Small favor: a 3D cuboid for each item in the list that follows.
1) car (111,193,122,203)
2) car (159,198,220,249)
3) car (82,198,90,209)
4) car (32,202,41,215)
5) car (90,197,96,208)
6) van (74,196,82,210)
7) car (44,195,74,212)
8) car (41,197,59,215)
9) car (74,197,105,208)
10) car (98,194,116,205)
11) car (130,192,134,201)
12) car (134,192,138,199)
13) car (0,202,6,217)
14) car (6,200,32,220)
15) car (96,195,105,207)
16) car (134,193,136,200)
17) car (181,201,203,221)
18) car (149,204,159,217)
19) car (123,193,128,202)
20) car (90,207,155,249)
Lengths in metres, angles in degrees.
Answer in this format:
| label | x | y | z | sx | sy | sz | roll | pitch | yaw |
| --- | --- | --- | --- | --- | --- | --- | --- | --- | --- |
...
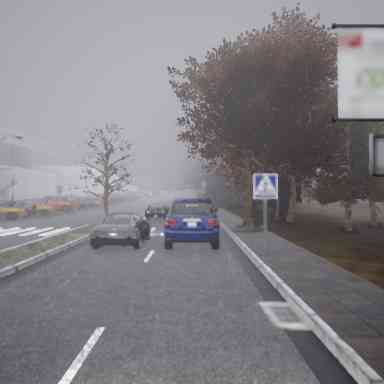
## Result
| label | x | y | z | sx | sy | sz | roll | pitch | yaw |
| --- | --- | --- | --- | --- | --- | --- | --- | --- | --- |
| car | -16.892 | 1.374 | 63.520 | 5.566 | 2.045 | 2.435 | -1 | 1 | -20 |
| car | 0.000 | 1.275 | 14.684 | 2.150 | 2.045 | 5.566 | 0 | 0 | 0 |
| car | -16.869 | 1.710 | 45.624 | 4.674 | 1.452 | 2.002 | -1 | 0 | -20 |
| car | -16.909 | 1.620 | 30.693 | 4.792 | 1.488 | 2.163 | -1 | 0 | -20 |
| car | -16.898 | 1.706 | 48.596 | 4.792 | 1.488 | 2.163 | -1 | 0 | -20 |
| van | -16.771 | 1.436 | 42.693 | 4.442 | 1.987 | 1.878 | -1 | -1 | -20 |
| car | -16.850 | 1.523 | 39.665 | 4.553 | 1.767 | 2.185 | -1 | 0 | -20 |
| car | -16.708 | 1.606 | 33.755 | 5.366 | 1.575 | 1.946 | -1 | -1 | -20 |
| car | -16.841 | 1.697 | 54.593 | 4.792 | 1.488 | 2.163 | -1 | 0 | -20 |
| car | -16.861 | 1.682 | 60.550 | 4.674 | 1.452 | 2.002 | -1 | 1 | -20 |
| car | -16.826 | 1.385 | 78.460 | 4.553 | 1.767 | 2.185 | -1 | 1 | -20 |
| car | -16.824 | 1.494 | 84.452 | 4.792 | 1.488 | 2.163 | -1 | 0 | -20 |
| car | -16.882 | 1.591 | 24.740 | 4.674 | 1.452 | 2.002 | -1 | 0 | -20 |
| car | -16.712 | 1.564 | 27.788 | 5.366 | 1.575 | 1.946 | -1 | -1 | -20 |
| car | -16.698 | 1.668 | 51.666 | 5.366 | 1.575 | 1.946 | -1 | 0 | -20 |
| car | -16.847 | 1.528 | 81.433 | 4.674 | 1.452 | 2.002 | -1 | 1 | -20 |
| car | 0.000 | 1.607 | 29.656 | 1.837 | 1.490 | 4.892 | 0 | 0 | 0 |
| car | -3.000 | 1.707 | 29.685 | 1.895 | 1.301 | 4.718 | 0 | 0 | 0 |
| car | -16.838 | 1.328 | 69.516 | 5.566 | 2.045 | 2.435 | -1 | 0 | -20 |
| car | -3.000 | 1.589 | 14.652 | 1.994 | 1.385 | 4.181 | 0 | 0 | 0 |
